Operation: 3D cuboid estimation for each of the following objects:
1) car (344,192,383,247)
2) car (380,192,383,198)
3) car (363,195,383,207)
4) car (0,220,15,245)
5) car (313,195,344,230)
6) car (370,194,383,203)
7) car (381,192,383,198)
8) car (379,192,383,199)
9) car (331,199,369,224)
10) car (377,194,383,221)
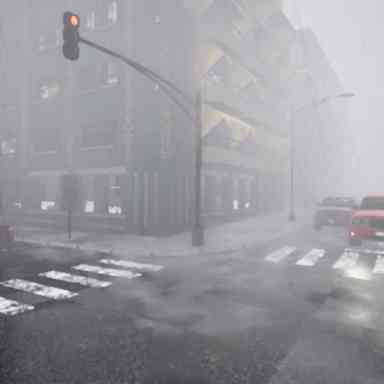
[{"bbox_3d":[8.129,1.086,13.896,2.150,2.045,5.566,0,1,34],"label":"car"},{"bbox_3d":[43.853,0.690,75.460,1.802,1.307,4.206,1,1,32],"label":"car"},{"bbox_3d":[23.133,1.084,42.424,1.947,1.339,4.313,1,1,32],"label":"car"},{"bbox_3d":[-9.537,1.700,14.706,4.206,1.307,1.802,0,0,33],"label":"car"},{"bbox_3d":[8.335,1.128,18.823,2.192,1.841,5.009,1,1,32],"label":"car"},{"bbox_3d":[29.052,0.966,51.863,1.947,1.339,4.313,1,1,32],"label":"car"},{"bbox_3d":[46.813,0.632,80.179,1.802,1.307,4.206,1,1,32],"label":"car"},{"bbox_3d":[40.893,0.711,70.740,1.887,1.381,4.507,1,1,32],"label":"car"},{"bbox_3d":[11.293,1.298,23.547,1.887,1.381,4.507,1,1,32],"label":"car"},{"bbox_3d":[15.031,1.080,24.602,2.097,1.767,4.553,0,1,32],"label":"car"}]
